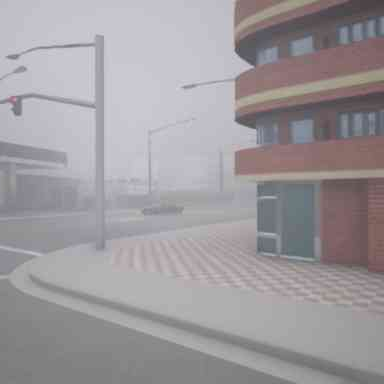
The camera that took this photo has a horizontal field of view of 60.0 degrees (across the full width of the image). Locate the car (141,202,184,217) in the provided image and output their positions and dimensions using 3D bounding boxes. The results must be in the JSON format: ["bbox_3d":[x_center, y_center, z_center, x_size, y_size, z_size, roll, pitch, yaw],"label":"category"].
[{"bbox_3d":[-2.894,1.699,32.926,1.895,1.301,4.718,0,0,35],"label":"car"}]
